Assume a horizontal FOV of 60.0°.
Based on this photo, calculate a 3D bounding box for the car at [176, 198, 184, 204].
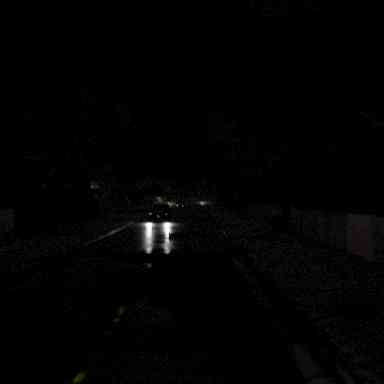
[{"bbox_3d":[-2.731,2.132,77.751,2.033,1.411,5.357,0,0,0],"label":"car"}]

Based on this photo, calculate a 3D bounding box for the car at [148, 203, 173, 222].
[{"bbox_3d":[-2.747,1.770,29.418,1.837,1.490,4.892,0,-1,0],"label":"car"}]
